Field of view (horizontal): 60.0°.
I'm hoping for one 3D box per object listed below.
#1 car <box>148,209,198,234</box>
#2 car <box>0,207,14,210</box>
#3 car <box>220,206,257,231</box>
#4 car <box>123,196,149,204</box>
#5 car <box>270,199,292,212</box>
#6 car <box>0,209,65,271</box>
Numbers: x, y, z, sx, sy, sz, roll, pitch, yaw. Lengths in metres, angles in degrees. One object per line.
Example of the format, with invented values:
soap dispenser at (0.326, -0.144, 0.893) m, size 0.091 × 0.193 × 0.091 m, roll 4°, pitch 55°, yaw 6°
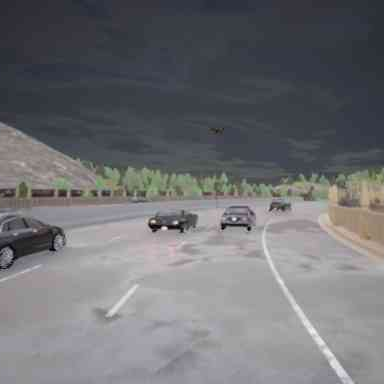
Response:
car at (-0.950, 1.626, 19.612) m, size 1.895 × 1.301 × 4.718 m, roll 0°, pitch 0°, yaw 13°
car at (-11.833, 1.571, 19.717) m, size 1.895 × 1.301 × 4.718 m, roll 0°, pitch 0°, yaw 13°
car at (3.044, 1.596, 21.329) m, size 2.033 × 1.411 × 5.357 m, roll 0°, pitch 0°, yaw 15°
car at (-8.302, 1.365, 49.860) m, size 1.812 × 1.442 × 4.674 m, roll 0°, pitch 0°, yaw 28°
car at (10.870, 1.623, 40.669) m, size 1.837 × 1.490 × 4.892 m, roll 0°, pitch 0°, yaw 28°
car at (-6.018, 1.491, 10.976) m, size 1.837 × 1.490 × 4.892 m, roll 0°, pitch 0°, yaw 7°
